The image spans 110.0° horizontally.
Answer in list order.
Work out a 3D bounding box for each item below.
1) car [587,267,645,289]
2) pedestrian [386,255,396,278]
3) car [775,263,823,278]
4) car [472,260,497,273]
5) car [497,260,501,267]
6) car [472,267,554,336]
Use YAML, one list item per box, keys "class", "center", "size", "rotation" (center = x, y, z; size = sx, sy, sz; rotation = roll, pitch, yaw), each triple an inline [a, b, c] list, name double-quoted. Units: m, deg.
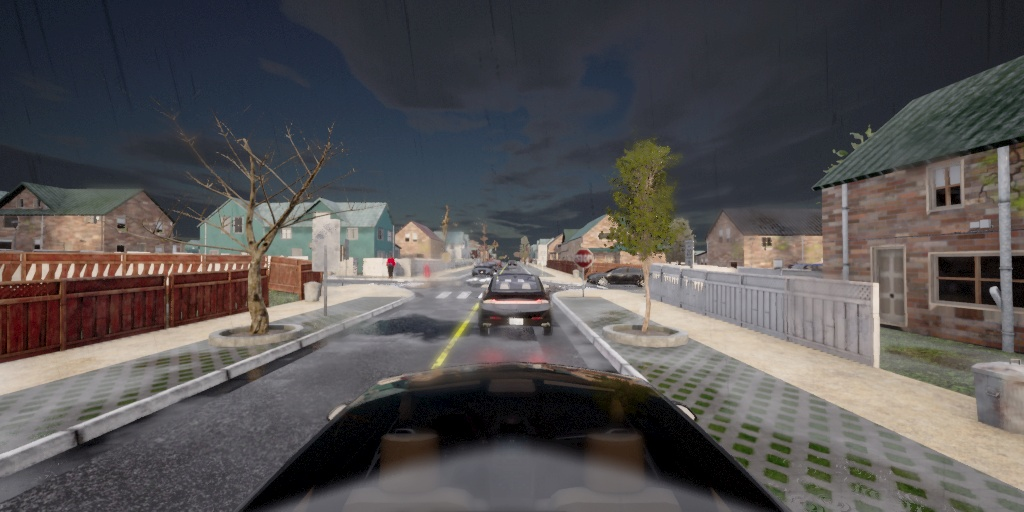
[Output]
- class: "car"
  center: [7.903, 1.510, 25.844]
  size: [4.892, 1.490, 1.837]
  rotation: [1, -1, 4]
- class: "pedestrian"
  center: [-9.623, 0.797, 28.490]
  size: [0.375, 1.860, 0.375]
  rotation: [0, -2, 0]
- class: "car"
  center: [20.889, 1.517, 25.559]
  size: [5.566, 2.045, 2.150]
  rotation: [1, -1, 0]
- class: "car"
  center: [-2.855, 1.356, 35.752]
  size: [1.994, 1.385, 4.181]
  rotation: [0, 0, -1]
- class: "car"
  center: [-2.835, 1.368, 46.907]
  size: [2.033, 1.411, 5.357]
  rotation: [0, 0, 0]
- class: "car"
  center: [0.100, 1.246, 10.374]
  size: [2.128, 1.511, 4.902]
  rotation: [0, 0, 0]
